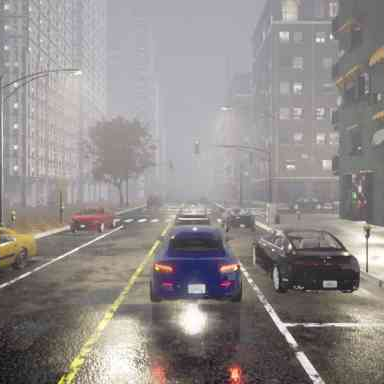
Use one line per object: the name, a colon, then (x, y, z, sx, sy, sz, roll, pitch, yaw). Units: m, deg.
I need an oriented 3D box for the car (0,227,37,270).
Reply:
car: (-5.708, 1.526, 8.441, 1.752, 1.417, 4.829, 0, 0, 0)

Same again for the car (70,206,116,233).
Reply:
car: (-5.735, 1.549, 19.677, 1.887, 1.381, 4.507, 0, 0, 0)

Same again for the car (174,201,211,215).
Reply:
car: (0.038, 1.495, 18.211, 2.128, 1.511, 4.902, 0, 0, 0)

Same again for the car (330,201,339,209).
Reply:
car: (18.733, 1.259, 39.195, 4.829, 1.417, 1.752, -1, 1, -1)

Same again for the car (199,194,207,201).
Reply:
car: (2.517, 1.629, 74.175, 1.947, 1.339, 4.313, 0, 0, 0)

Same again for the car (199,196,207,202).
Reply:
car: (2.503, 1.598, 79.868, 1.752, 1.417, 4.829, 0, 0, 0)

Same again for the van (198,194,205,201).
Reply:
van: (2.490, 1.424, 85.222, 1.690, 1.788, 3.998, 0, 0, 0)

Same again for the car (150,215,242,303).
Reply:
car: (0.074, 1.526, 8.108, 1.812, 1.442, 4.674, 0, 0, 0)

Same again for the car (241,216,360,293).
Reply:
car: (2.672, 1.552, 8.630, 2.008, 1.369, 4.403, 0, 0, 0)

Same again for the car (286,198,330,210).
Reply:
car: (13.336, 1.359, 39.128, 4.403, 1.369, 2.008, -1, 1, -1)

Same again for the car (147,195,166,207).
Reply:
car: (-5.812, 1.349, 52.065, 2.192, 1.841, 5.009, 0, 0, 0)

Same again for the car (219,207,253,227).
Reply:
car: (2.645, 1.555, 19.696, 2.008, 1.369, 4.403, 0, 0, 0)

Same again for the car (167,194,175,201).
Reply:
car: (-5.890, 1.649, 85.202, 1.947, 1.339, 4.313, 0, 0, 0)

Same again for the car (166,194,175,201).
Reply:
car: (-5.904, 1.409, 90.724, 2.192, 1.841, 5.009, 0, 0, 0)
